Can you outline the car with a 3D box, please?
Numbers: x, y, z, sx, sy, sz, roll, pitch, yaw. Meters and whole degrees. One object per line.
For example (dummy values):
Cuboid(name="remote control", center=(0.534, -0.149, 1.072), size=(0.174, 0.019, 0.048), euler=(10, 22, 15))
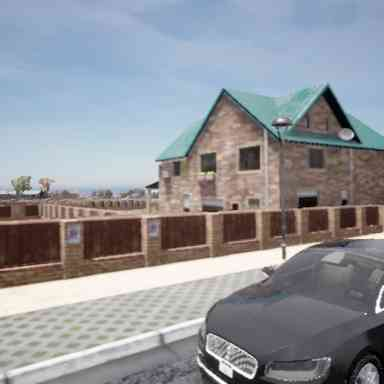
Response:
Cuboid(name="car", center=(2.316, 1.504, 4.714), size=(4.892, 1.490, 1.837), euler=(0, 0, -35))
